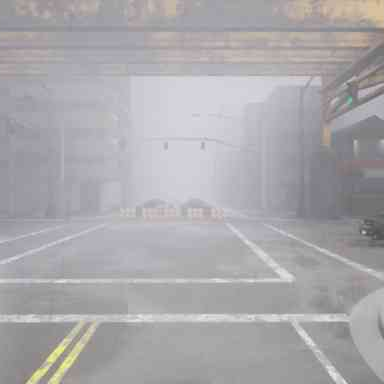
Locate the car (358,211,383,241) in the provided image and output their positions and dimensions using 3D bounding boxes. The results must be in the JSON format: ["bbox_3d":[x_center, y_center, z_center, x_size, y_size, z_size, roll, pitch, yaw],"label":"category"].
[{"bbox_3d":[9.871,1.503,14.460,4.892,1.490,1.837,0,0,0],"label":"car"}]

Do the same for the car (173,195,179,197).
[{"bbox_3d":[-3.289,1.452,66.296,2.038,1.542,4.974,0,0,0],"label":"car"}]

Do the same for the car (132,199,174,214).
[{"bbox_3d":[-3.626,1.295,31.533,1.853,1.218,4.536,0,0,25],"label":"car"}]

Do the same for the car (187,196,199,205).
[{"bbox_3d":[0.142,1.452,57.775,2.038,1.542,4.974,0,0,0],"label":"car"}]

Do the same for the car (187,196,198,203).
[{"bbox_3d":[0.142,1.295,57.826,1.853,1.218,4.536,0,0,0],"label":"car"}]

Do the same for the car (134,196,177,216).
[{"bbox_3d":[-3.648,1.452,31.485,2.038,1.542,4.974,0,0,25],"label":"car"}]

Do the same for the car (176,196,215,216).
[{"bbox_3d":[0.513,1.452,31.178,2.038,1.542,4.974,0,0,-20],"label":"car"}]

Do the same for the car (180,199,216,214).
[{"bbox_3d":[0.494,1.295,31.227,1.853,1.218,4.536,0,0,-20],"label":"car"}]

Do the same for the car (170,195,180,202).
[{"bbox_3d":[-3.290,1.295,66.348,1.853,1.218,4.536,0,0,0],"label":"car"}]
